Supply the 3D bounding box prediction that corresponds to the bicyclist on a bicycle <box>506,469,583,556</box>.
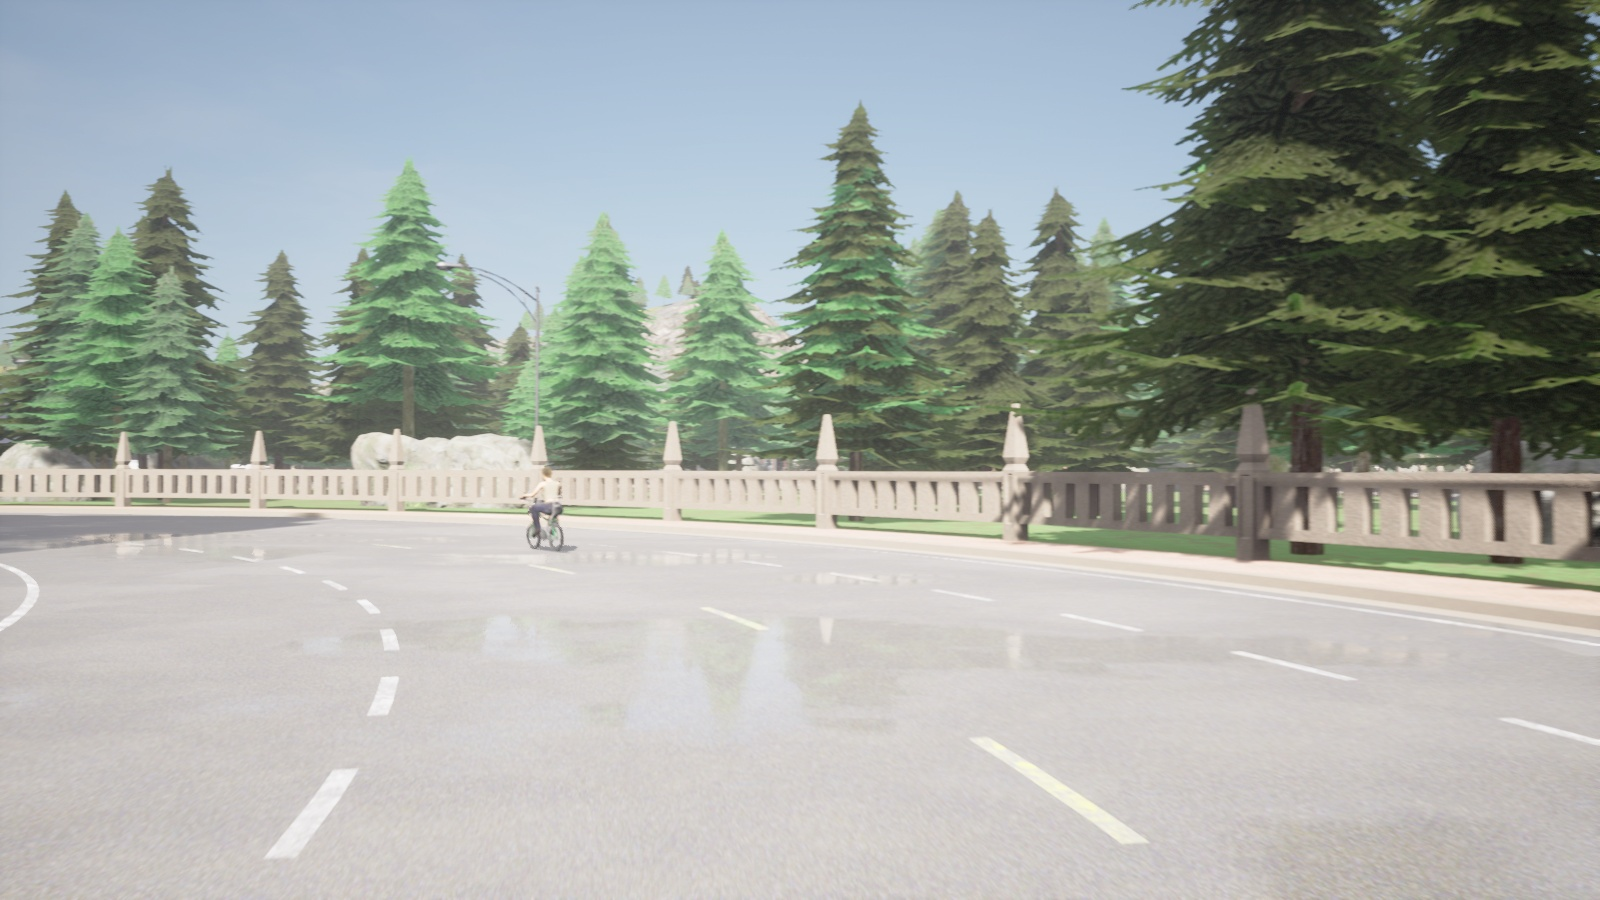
[{"bbox_3d":[-4.957,1.183,24.299,0.866,1.612,1.509,0,-1,-38],"label":"bicyclist on a bicycle"}]
